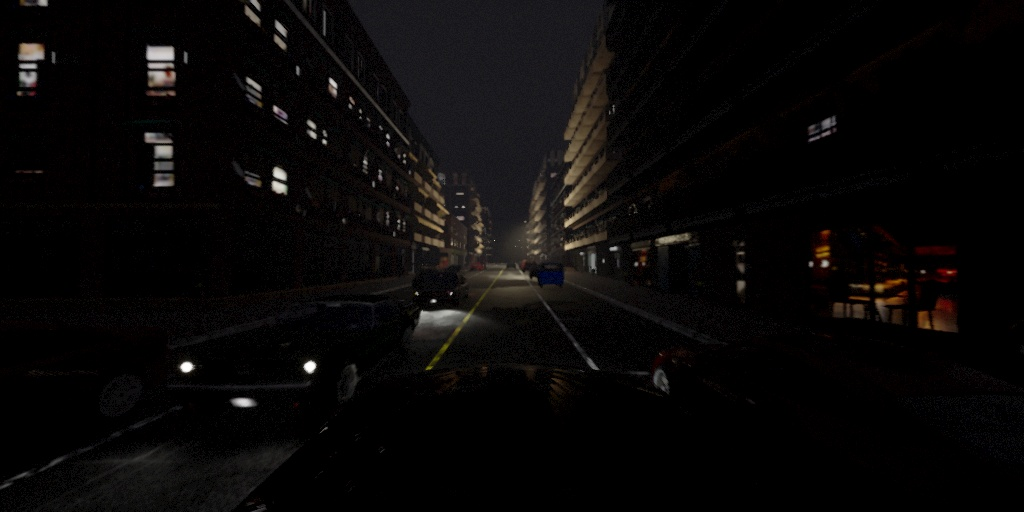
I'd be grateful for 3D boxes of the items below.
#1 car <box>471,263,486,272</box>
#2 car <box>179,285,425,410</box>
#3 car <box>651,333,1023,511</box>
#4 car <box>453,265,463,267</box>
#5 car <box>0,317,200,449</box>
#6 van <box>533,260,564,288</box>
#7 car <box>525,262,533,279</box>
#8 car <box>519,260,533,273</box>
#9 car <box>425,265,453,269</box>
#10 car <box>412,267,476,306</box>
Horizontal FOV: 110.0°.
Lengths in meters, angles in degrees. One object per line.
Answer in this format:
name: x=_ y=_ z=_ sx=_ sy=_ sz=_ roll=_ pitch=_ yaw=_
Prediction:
car: x=-5.823 y=1.802 z=58.868 sx=1.888 sy=1.381 sz=4.507 roll=0 pitch=0 yaw=0
car: x=-3.104 y=1.401 z=6.347 sx=1.895 sy=1.301 sz=4.718 roll=0 pitch=0 yaw=0
car: x=2.697 y=1.335 z=3.140 sx=1.802 sy=1.307 sz=4.207 roll=0 pitch=0 yaw=0
car: x=-5.767 y=1.632 z=36.584 sx=1.948 sy=1.339 sz=4.313 roll=0 pitch=0 yaw=0
car: x=-5.684 y=1.326 z=3.160 sx=1.888 sy=1.381 sz=4.507 roll=0 pitch=0 yaw=0
van: x=2.641 y=1.284 z=25.425 sx=1.690 sy=1.789 sz=3.998 roll=0 pitch=0 yaw=0
car: x=2.614 y=1.583 z=36.565 sx=1.888 sy=1.381 sz=4.507 roll=0 pitch=0 yaw=0
car: x=2.572 y=1.496 z=53.278 sx=2.192 sy=1.841 sz=5.009 roll=0 pitch=0 yaw=0
car: x=-5.739 y=1.537 z=25.443 sx=1.948 sy=1.339 sz=4.313 roll=0 pitch=0 yaw=0
car: x=-3.122 y=1.438 z=16.984 sx=2.033 sy=1.411 sz=5.357 roll=0 pitch=0 yaw=0
